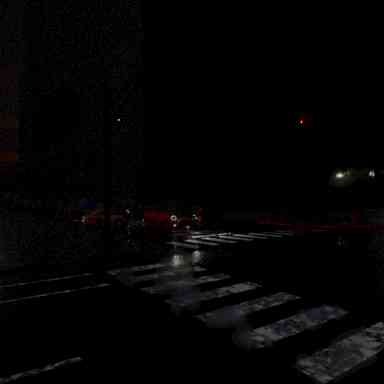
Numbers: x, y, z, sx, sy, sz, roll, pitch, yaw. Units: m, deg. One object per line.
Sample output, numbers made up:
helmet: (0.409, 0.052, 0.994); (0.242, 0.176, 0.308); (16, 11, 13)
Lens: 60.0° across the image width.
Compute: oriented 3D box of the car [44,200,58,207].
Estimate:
car: (-31.756, 2.593, 74.909); (1.947, 1.339, 4.313); (-1, 0, -35)

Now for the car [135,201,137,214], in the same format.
car: (-5.332, 2.003, 37.723); (1.802, 1.307, 4.206); (-1, 0, -35)

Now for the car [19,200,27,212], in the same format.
car: (-23.386, 2.156, 48.394); (1.967, 1.590, 4.097); (-1, 0, -35)

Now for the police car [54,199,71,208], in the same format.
police car: (-25.483, 2.306, 65.406); (1.930, 1.638, 5.238); (0, -1, -35)

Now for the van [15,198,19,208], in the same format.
van: (-26.217, 2.122, 52.378); (1.690, 1.788, 3.998); (-1, 0, -35)

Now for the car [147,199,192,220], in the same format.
car: (-2.398, 1.667, 33.573); (2.192, 1.841, 5.009); (-1, 0, -35)

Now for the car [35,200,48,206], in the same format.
car: (-37.780, 2.708, 83.392); (2.008, 1.369, 4.403); (-1, 0, -35)

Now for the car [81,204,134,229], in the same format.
car: (-6.313, 1.842, 24.354); (1.752, 1.417, 4.829); (-1, 0, -35)

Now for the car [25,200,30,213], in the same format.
car: (-20.555, 2.195, 44.411); (1.887, 1.381, 4.507); (-1, 0, -35)

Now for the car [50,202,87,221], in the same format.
car: (-12.068, 2.003, 32.460); (2.008, 1.369, 4.403); (-1, 0, -35)

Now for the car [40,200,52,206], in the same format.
car: (-34.769, 2.659, 79.151); (1.947, 1.339, 4.313); (-1, 0, -35)

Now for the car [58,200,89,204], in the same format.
car: (-14.468, 2.040, 40.479); (2.128, 1.511, 4.902); (0, -1, -35)

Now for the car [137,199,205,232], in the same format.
car: (-1.515, 1.595, 22.150); (2.097, 1.767, 4.553); (0, -1, -34)

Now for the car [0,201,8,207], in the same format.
car: (-44.427, 2.770, 78.028); (1.802, 1.307, 4.206); (-1, 0, -35)

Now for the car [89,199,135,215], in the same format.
car: (-7.407, 1.735, 30.513); (2.097, 1.767, 4.553); (0, -1, -35)

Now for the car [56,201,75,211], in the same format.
car: (-21.156, 2.313, 55.390); (1.994, 1.385, 4.181); (0, -1, -35)

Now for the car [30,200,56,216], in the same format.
car: (-17.731, 1.900, 40.427); (2.192, 1.841, 5.009); (-1, 0, -35)

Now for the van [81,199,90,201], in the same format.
van: (-17.100, 2.036, 54.328); (1.690, 1.788, 3.998); (-1, 0, -35)

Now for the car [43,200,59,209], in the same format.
car: (-26.910, 2.386, 63.501); (1.837, 1.490, 4.892); (0, -1, -35)

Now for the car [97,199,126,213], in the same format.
car: (-11.219, 1.874, 46.026); (2.192, 1.841, 5.009); (-1, 0, -35)

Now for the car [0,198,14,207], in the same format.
car: (-41.315, 2.665, 73.644); (1.887, 1.381, 4.507); (-1, 0, -35)

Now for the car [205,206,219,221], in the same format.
car: (0.548, 1.827, 29.421); (1.887, 1.381, 4.507); (-1, 0, -35)
